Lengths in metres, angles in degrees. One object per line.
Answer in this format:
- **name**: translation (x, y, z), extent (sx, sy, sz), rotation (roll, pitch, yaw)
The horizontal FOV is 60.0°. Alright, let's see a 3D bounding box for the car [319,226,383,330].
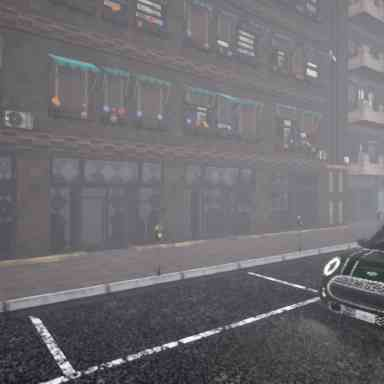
- **car**: translation (4.530, 1.354, 6.500), extent (4.553, 1.767, 2.097), rotation (0, 0, -36)

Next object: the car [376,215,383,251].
- **car**: translation (9.440, 1.569, 13.321), extent (4.313, 1.339, 1.947), rotation (0, 0, -36)
